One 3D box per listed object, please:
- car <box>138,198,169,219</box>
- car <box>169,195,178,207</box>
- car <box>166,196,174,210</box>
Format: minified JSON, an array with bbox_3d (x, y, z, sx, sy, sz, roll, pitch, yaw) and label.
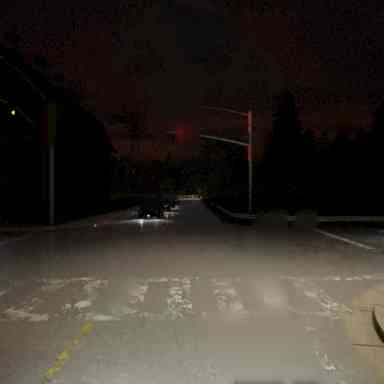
[{"bbox_3d":[-3.548,1.547,29.821,2.033,1.411,5.357,0,0,0],"label":"car"},{"bbox_3d":[-3.508,1.525,48.863,1.812,1.442,4.674,0,0,0],"label":"car"},{"bbox_3d":[-3.531,1.504,39.566,1.837,1.490,4.892,0,0,0],"label":"car"}]
